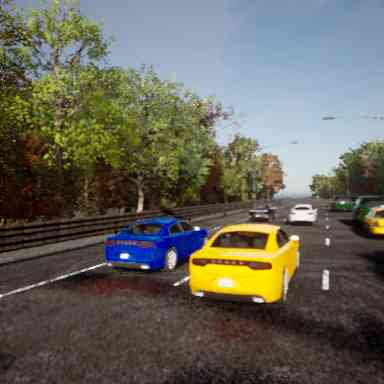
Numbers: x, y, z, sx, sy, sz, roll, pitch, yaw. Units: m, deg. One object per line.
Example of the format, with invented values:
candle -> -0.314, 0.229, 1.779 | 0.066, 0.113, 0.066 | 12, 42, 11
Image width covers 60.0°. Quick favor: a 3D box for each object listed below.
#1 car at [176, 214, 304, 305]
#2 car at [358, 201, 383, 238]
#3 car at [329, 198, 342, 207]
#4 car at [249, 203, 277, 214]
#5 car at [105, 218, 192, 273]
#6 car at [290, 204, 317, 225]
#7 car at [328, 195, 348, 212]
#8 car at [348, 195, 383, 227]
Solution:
car -> 1.579, 1.549, 8.468 | 1.882, 1.535, 5.008 | -2, -1, 23
car -> 10.069, 1.463, 17.365 | 1.801, 1.575, 5.366 | -2, -1, 22
car -> 24.778, 1.814, 57.712 | 1.812, 1.442, 4.674 | -1, -1, 20
car -> 6.203, 1.740, 29.035 | 2.128, 1.511, 4.902 | -1, -1, 22
car -> -0.933, 1.641, 11.537 | 1.882, 1.535, 5.008 | -2, -1, 23
car -> 8.481, 1.675, 25.316 | 1.812, 1.442, 4.674 | -2, -1, 22
car -> 18.263, 1.391, 40.709 | 2.150, 2.045, 5.566 | -1, -1, 21
car -> 12.274, 1.261, 22.815 | 2.150, 2.045, 5.566 | -2, -1, 22
